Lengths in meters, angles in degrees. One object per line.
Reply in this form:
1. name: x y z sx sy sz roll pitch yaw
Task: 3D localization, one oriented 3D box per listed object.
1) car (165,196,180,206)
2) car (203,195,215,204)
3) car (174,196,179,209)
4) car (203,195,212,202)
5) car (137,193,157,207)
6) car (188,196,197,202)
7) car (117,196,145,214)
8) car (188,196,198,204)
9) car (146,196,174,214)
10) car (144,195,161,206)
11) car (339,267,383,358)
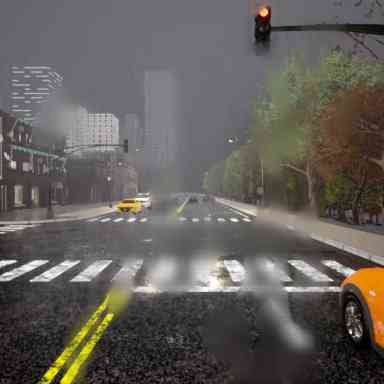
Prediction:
1. car: -3.215 1.472 54.951 2.128 1.511 4.902 0 0 0
2. car: 3.488 1.467 64.724 2.128 1.511 4.902 0 0 0
3. car: -3.243 1.548 44.923 1.994 1.385 4.181 0 0 0
4. car: 3.415 1.447 74.889 1.882 1.535 5.008 0 0 0
5. car: -6.492 1.206 44.838 2.150 2.045 5.566 0 0 0
6. car: 0.165 1.565 74.941 1.895 1.301 4.718 0 0 0
7. car: -6.517 1.467 34.900 1.882 1.535 5.008 0 0 0
8. car: 0.238 1.523 64.448 2.033 1.411 5.357 0 0 1
9. car: -3.270 1.467 34.913 1.882 1.535 5.008 0 0 0
10. car: -6.465 1.332 54.799 2.097 1.767 4.553 0 0 0
11. car: 3.359 1.351 3.408 2.097 1.767 4.553 0 0 0
